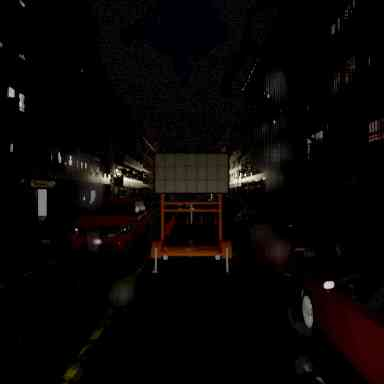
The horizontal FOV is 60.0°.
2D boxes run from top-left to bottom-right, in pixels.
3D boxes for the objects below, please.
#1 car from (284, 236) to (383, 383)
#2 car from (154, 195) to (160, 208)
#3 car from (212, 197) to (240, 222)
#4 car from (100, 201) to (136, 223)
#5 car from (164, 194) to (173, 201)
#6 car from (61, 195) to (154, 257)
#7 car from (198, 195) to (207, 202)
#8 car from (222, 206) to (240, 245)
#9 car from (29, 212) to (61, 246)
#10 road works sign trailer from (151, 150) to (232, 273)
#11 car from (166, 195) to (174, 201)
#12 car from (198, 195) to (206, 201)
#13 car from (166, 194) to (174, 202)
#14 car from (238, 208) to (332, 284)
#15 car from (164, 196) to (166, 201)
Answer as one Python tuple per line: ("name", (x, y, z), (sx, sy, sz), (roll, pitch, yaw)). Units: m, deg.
("car", (2.687, 1.545, 3.889), (1.887, 1.381, 4.507), (0, 0, 0))
("car", (-5.753, 1.432, 43.335), (1.967, 1.590, 4.097), (0, 0, 0))
("car", (2.654, 1.312, 26.435), (2.192, 1.841, 5.009), (0, 0, 0))
("car", (-5.728, 1.523, 26.255), (1.752, 1.417, 4.829), (0, 0, 0))
("car", (-5.813, 1.414, 82.789), (1.967, 1.590, 4.097), (0, 0, 0))
("car", (-3.019, 1.221, 13.351), (2.150, 2.045, 5.566), (0, 0, 0))
("car", (2.576, 1.503, 77.332), (1.752, 1.417, 4.829), (0, 0, 0))
("car", (2.670, 1.550, 15.161), (2.008, 1.369, 4.403), (0, 0, 0))
("car", (-5.711, 1.565, 15.152), (1.947, 1.339, 4.313), (0, 0, 0))
("road works sign trailer", (-0.015, 0.464, 10.654), (2.380, 3.560, 2.880), (0, 0, 0))
("car", (-5.821, 1.516, 88.427), (1.887, 1.381, 4.507), (0, 0, 0))
("car", (2.559, 1.516, 88.435), (1.887, 1.381, 4.507), (0, 0, 0))
("car", (-5.803, 1.292, 77.154), (2.192, 1.841, 5.009), (0, 0, 0))
("car", (2.679, 1.440, 9.526), (1.967, 1.590, 4.097), (0, 0, 0))
("car", (-5.771, 1.570, 54.608), (1.802, 1.307, 4.206), (0, 0, 0))
